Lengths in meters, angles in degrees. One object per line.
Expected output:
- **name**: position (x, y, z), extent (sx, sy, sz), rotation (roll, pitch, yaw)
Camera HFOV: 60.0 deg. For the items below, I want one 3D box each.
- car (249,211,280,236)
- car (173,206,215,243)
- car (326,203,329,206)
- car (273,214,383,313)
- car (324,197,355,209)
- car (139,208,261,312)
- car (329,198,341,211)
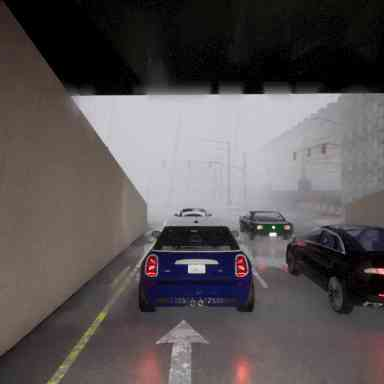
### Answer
- **car**: position (3.589, 1.601, 16.942), extent (1.895, 1.301, 4.718), rotation (0, 0, 0)
- **car**: position (0.067, 1.526, 16.934), extent (1.812, 1.442, 4.674), rotation (0, 0, 0)
- **car**: position (17.512, 1.453, 39.330), extent (2.038, 1.542, 4.974), rotation (0, 0, 45)
- **car**: position (3.582, 1.492, 7.616), extent (2.128, 1.511, 4.902), rotation (0, 0, 0)
- **car**: position (17.548, 1.295, 39.367), extent (1.853, 1.218, 4.536), rotation (0, 0, 45)
- **car**: position (0.083, 1.352, 7.882), extent (2.097, 1.767, 4.553), rotation (0, 0, 0)
- **car**: position (17.410, 1.453, 34.723), extent (2.038, 1.542, 4.974), rotation (0, 0, -35)
